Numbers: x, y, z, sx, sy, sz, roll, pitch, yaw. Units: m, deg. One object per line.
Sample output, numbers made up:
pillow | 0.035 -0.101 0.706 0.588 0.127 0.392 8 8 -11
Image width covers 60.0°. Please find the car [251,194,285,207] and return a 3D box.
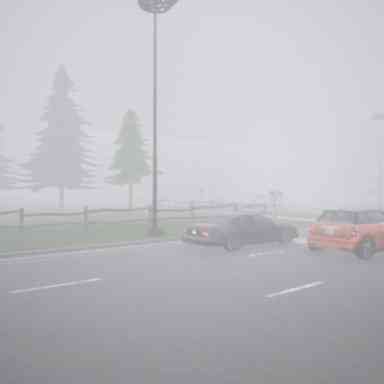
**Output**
car | 11.498 1.279 50.940 2.150 2.045 5.566 0 1 -35

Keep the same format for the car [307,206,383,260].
car | 6.499 1.374 12.702 4.553 1.767 2.097 0 0 -35

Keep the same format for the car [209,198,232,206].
car | 4.652 1.621 54.626 1.994 1.385 4.181 0 0 -35

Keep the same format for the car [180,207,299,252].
car | 2.133 1.563 13.904 5.357 1.411 2.033 0 0 -35
